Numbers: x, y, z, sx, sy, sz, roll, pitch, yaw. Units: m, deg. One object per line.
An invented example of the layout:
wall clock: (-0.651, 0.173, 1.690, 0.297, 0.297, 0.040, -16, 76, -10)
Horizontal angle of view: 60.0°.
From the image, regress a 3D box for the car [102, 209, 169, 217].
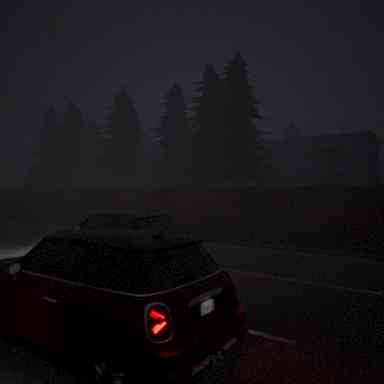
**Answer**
car: (-2.349, 1.351, 9.966, 4.553, 1.767, 2.097, 0, 0, 36)

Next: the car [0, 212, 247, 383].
car: (-1.548, 1.351, 5.096, 4.553, 1.767, 2.097, 0, 0, 35)
